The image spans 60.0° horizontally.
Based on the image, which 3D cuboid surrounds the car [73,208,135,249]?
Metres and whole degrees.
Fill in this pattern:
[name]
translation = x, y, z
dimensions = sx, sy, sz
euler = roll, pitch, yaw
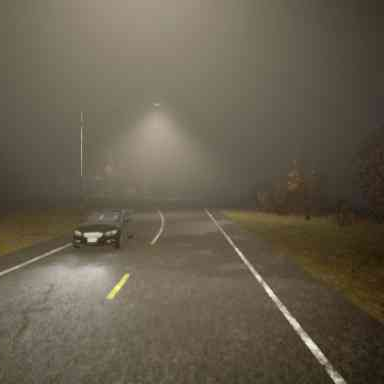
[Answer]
[car]
translation = -3.677, 1.497, 14.596
dimensions = 2.128, 1.511, 4.902
euler = 0, 0, -1
